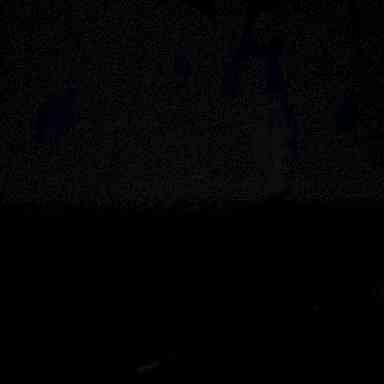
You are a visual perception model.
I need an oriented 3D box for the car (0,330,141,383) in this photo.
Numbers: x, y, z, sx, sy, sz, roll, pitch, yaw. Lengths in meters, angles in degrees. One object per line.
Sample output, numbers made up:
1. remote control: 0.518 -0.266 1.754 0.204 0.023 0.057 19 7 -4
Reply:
1. car: -2.174 1.572 1.520 4.181 1.385 1.994 -1 0 -36
